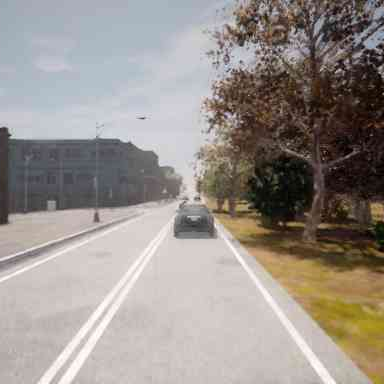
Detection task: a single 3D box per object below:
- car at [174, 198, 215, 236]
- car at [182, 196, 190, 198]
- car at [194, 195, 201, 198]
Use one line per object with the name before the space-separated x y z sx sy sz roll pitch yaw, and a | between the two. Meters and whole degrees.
car | 0.111 1.413 18.809 2.097 1.767 4.553 0 0 0
car | -1.689 1.777 92.239 1.837 1.490 4.892 0 0 2
car | 1.432 1.686 88.161 1.837 1.490 4.892 0 0 2
